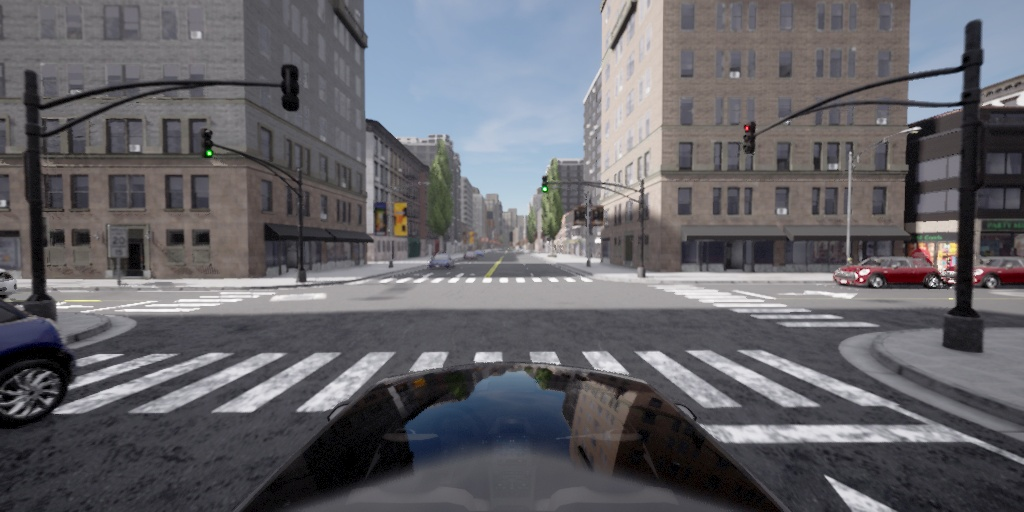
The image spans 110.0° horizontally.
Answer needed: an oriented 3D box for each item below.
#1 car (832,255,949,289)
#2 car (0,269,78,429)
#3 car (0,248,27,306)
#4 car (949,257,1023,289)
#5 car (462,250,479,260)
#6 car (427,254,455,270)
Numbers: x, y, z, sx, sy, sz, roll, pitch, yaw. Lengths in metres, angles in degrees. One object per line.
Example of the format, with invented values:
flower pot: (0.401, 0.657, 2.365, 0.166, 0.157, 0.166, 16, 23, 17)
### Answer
car: (18.838, 0.769, 18.217, 4.097, 1.591, 1.967, 0, 0, 0)
car: (-6.504, 1.080, 2.460, 2.097, 1.767, 4.553, 0, 1, 0)
car: (-20.992, 0.761, 12.363, 5.566, 2.045, 2.150, 0, 2, 0)
car: (24.349, 0.766, 18.216, 4.097, 1.591, 1.967, 0, 0, 0)
car: (-6.768, -0.033, 57.587, 1.812, 1.442, 4.674, 0, 3, 0)
car: (-6.650, 0.540, 34.185, 1.812, 1.442, 4.674, 0, 2, 0)
